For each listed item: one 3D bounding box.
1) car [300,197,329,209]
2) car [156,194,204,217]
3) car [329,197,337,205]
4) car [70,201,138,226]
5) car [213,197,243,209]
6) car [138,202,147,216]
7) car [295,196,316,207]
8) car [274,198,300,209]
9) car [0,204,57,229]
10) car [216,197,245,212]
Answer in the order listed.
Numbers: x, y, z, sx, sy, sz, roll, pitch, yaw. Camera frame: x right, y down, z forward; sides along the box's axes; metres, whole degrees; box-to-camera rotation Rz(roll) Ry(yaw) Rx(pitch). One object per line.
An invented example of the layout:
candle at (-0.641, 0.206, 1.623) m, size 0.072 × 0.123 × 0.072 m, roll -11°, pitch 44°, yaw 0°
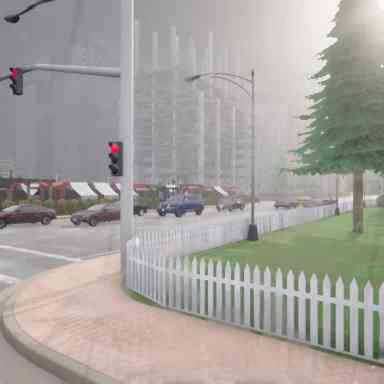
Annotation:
car at (16.233, 1.564, 44.018) m, size 1.994 × 1.385 × 4.181 m, roll 0°, pitch 0°, yaw 34°
car at (-0.964, 1.221, 31.352) m, size 2.150 × 2.045 × 5.566 m, roll 0°, pitch 0°, yaw 34°
car at (21.100, 1.526, 51.245) m, size 1.812 × 1.442 × 4.674 m, roll 0°, pitch 0°, yaw 34°
car at (-6.271, 1.526, 23.431) m, size 1.812 × 1.442 × 4.674 m, roll 0°, pitch 0°, yaw 34°
car at (5.181, 1.492, 46.672) m, size 2.128 × 1.511 × 4.902 m, roll 0°, pitch 0°, yaw 34°
car at (-6.169, 1.478, 29.887) m, size 1.882 × 1.535 × 5.008 m, roll 0°, pitch 0°, yaw 34°
car at (18.269, 1.478, 53.306) m, size 1.882 × 1.535 × 5.008 m, roll 0°, pitch 0°, yaw 34°
car at (12.782, 1.547, 45.155) m, size 2.033 × 1.411 × 5.357 m, roll 0°, pitch 0°, yaw 34°
car at (-11.386, 1.526, 22.140) m, size 1.812 × 1.442 × 4.674 m, roll 0°, pitch 0°, yaw 36°
car at (4.669, 1.492, 39.694) m, size 2.128 × 1.511 × 4.902 m, roll 0°, pitch 0°, yaw 34°
